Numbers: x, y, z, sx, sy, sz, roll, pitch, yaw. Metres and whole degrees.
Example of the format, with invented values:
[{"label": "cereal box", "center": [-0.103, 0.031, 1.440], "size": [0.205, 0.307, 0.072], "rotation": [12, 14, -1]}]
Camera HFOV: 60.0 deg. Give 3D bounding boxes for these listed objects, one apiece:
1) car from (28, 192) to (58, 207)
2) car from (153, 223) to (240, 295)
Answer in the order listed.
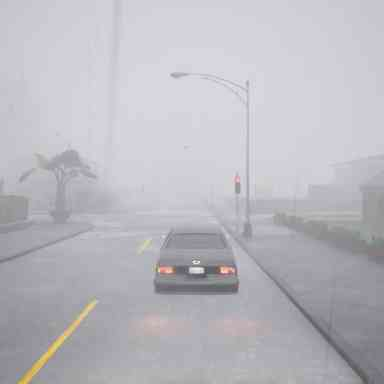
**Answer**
[{"label": "car", "center": [-19.744, 0.985, 43.924], "size": [1.905, 1.878, 3.866], "rotation": [0, 0, 35]}, {"label": "car", "center": [0.100, 1.547, 8.879], "size": [2.033, 1.411, 5.357], "rotation": [0, 0, 0]}]
